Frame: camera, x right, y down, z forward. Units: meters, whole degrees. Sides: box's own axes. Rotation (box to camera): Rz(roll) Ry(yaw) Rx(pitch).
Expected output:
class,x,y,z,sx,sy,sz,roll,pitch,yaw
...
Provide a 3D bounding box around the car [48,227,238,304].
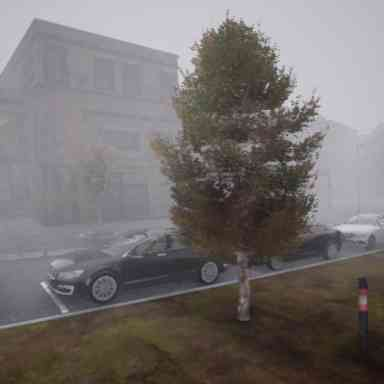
class,x,y,z,sx,sy,sz,roll,pitch,yaw
car,-1.165,1.711,8.849,4.892,1.521,2.231,1,0,-34

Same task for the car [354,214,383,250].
class,x,y,z,sx,sy,sz,roll,pitch,yaw
car,8.427,1.792,15.962,4.674,1.452,2.002,0,0,-38

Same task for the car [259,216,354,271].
class,x,y,z,sx,sy,sz,roll,pitch,yaw
car,3.478,1.742,12.173,5.008,1.535,2.097,1,0,-36
